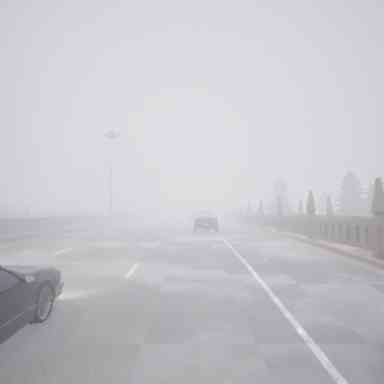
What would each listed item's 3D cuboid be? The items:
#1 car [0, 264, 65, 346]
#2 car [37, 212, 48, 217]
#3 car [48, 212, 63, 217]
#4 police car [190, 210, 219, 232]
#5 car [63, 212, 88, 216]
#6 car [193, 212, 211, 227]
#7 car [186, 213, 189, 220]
[{"bbox_3d":[-3.401,1.526,4.034,2.033,1.411,5.357,0,0,0],"label":"car"},{"bbox_3d":[-21.073,3.687,48.280,1.812,1.442,4.674,0,-3,0],"label":"car"},{"bbox_3d":[-17.569,3.541,46.392,2.128,1.511,4.902,0,-3,0],"label":"car"},{"bbox_3d":[1.045,2.299,26.528,1.930,1.638,5.238,0,-3,0],"label":"police car"},{"bbox_3d":[-14.084,3.379,41.797,1.895,1.301,4.718,0,-3,0],"label":"car"},{"bbox_3d":[1.043,2.936,36.398,1.882,1.535,5.008,0,-3,0],"label":"car"},{"bbox_3d":[0.046,4.489,61.505,2.033,1.411,5.357,0,-3,5],"label":"car"}]
